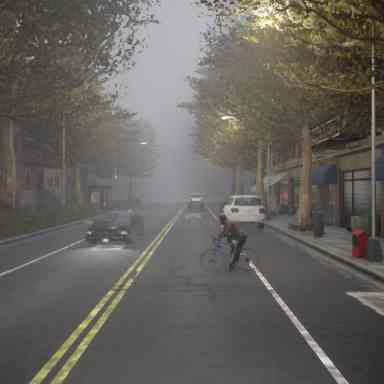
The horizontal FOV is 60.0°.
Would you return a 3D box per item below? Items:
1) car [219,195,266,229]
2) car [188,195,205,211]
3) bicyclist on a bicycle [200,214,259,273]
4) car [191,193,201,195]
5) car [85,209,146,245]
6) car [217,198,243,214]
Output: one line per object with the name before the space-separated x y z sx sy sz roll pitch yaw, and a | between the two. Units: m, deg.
car | 3.290 1.229 21.672 2.435 2.045 5.566 0 0 1
car | 0.537 1.491 40.428 2.128 1.511 4.902 0 0 1
bicyclist on a bicycle | 1.043 1.452 9.323 1.656 1.620 0.582 -2 0 1
car | 0.617 1.221 50.859 2.150 2.045 5.566 0 0 1
car | -3.413 1.547 15.945 2.033 1.411 5.357 0 0 1
car | 4.040 1.481 36.030 2.231 1.521 4.892 0 0 1
